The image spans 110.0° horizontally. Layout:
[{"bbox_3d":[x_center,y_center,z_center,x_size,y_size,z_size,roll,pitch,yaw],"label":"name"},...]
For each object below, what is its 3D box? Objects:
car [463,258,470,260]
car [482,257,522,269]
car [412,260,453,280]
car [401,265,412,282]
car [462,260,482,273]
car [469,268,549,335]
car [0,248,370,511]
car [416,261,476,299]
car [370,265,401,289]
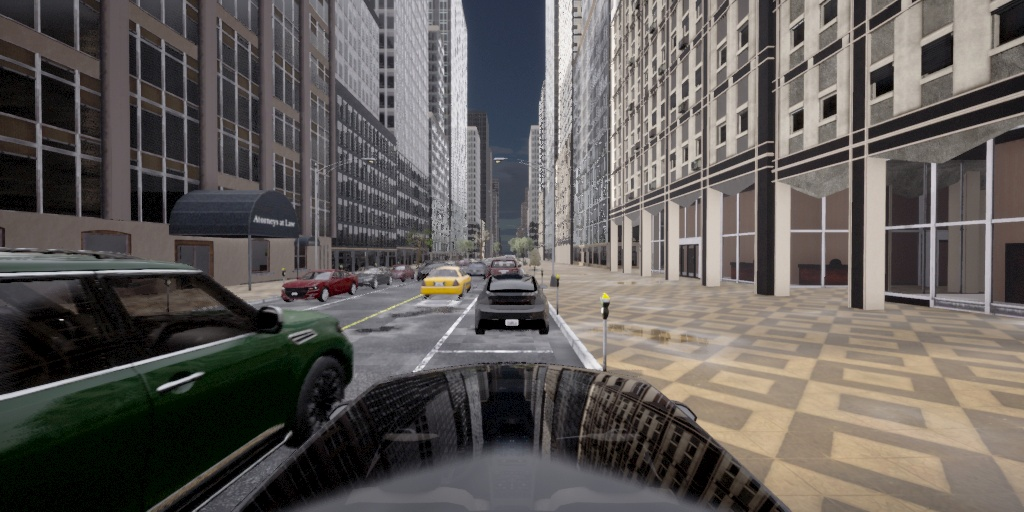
[{"bbox_3d":[-8.837,1.320,62.308,1.802,1.307,4.207,0,0,0],"label":"car"},{"bbox_3d":[-0.457,1.061,22.523,2.192,1.841,5.009,0,0,0],"label":"car"},{"bbox_3d":[-6.245,1.250,28.705,1.837,1.490,4.892,0,0,0],"label":"car"},{"bbox_3d":[-8.837,1.327,28.206,1.802,1.307,4.207,0,0,0],"label":"car"},{"bbox_3d":[-3.050,1.292,31.820,2.033,1.411,5.357,0,0,0],"label":"car"},{"bbox_3d":[-0.001,1.252,10.501,1.837,1.490,4.892,0,0,0],"label":"car"},{"bbox_3d":[-3.059,0.972,2.088,2.150,2.045,5.566,0,0,1],"label":"car"},{"bbox_3d":[-3.149,1.204,18.085,1.801,1.575,5.366,0,0,0],"label":"car"},{"bbox_3d":[-8.838,1.297,22.523,2.007,1.370,4.403,0,0,0],"label":"car"}]
